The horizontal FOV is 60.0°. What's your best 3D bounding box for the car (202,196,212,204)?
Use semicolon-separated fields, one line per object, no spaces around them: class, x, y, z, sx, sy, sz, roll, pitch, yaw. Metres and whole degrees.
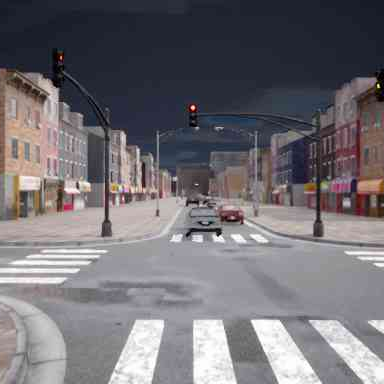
car;3.122;1.661;69.277;1.812;1.442;4.674;0;0;0

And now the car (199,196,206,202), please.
car;2.760;1.785;86.583;1.802;1.307;4.206;0;0;0

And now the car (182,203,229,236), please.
car;0.505;1.555;18.546;2.033;1.411;5.357;0;0;-3

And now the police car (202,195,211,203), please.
police car;3.097;1.534;62.388;1.930;1.638;5.238;0;0;0

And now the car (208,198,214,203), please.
car;2.682;1.545;29.957;1.752;1.417;4.829;0;0;0

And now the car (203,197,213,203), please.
car;2.697;1.607;41.146;1.947;1.339;4.313;0;0;0

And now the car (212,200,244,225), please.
car;2.673;1.556;24.108;1.887;1.381;4.507;0;0;0

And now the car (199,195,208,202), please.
car;2.752;1.620;80.904;1.967;1.590;4.097;0;0;0

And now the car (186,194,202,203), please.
car;0.127;1.301;54.064;2.150;2.045;5.566;0;0;1
